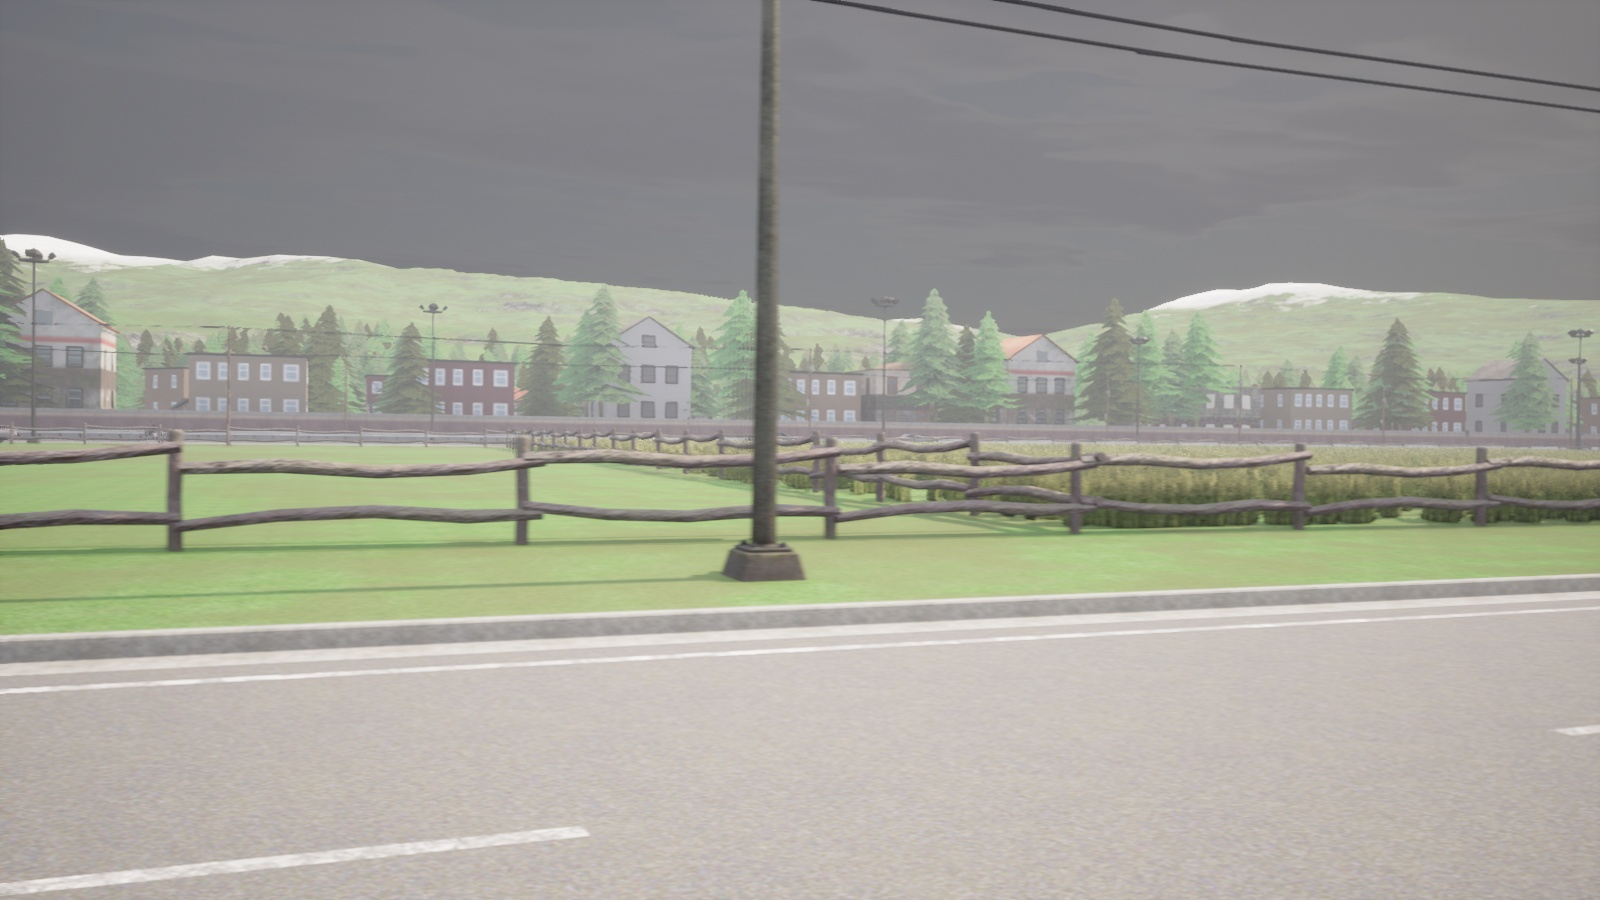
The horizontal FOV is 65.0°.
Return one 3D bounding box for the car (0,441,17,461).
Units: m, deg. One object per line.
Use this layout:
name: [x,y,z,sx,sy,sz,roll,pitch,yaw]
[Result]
car: [-54.340,0.076,82.435,4.718,1.301,1.895,-1,1,-21]
